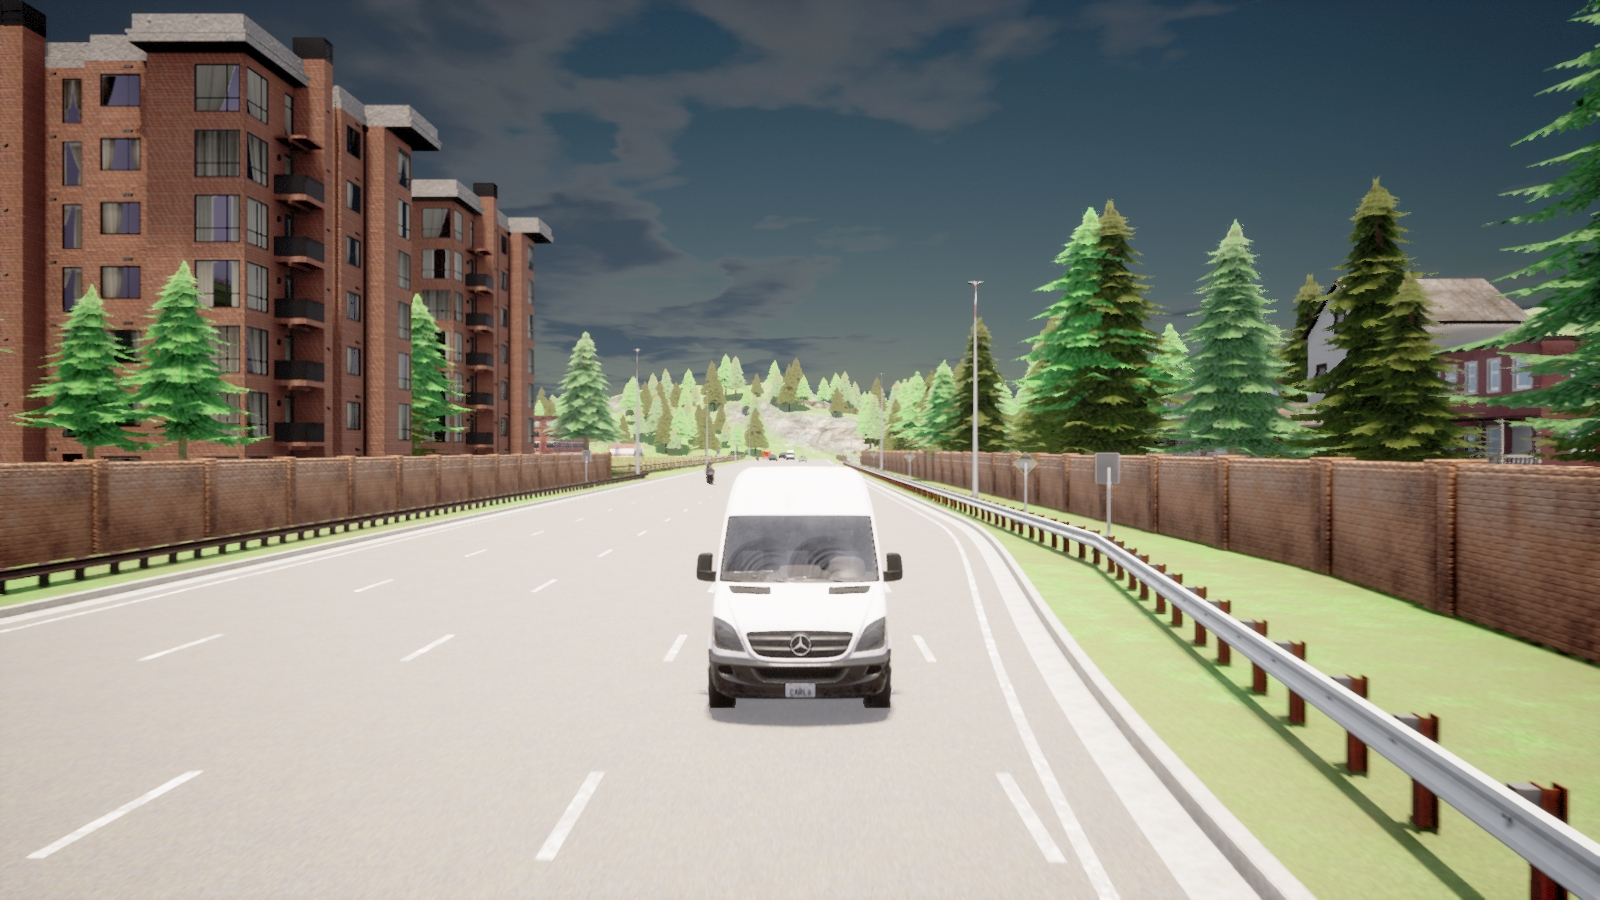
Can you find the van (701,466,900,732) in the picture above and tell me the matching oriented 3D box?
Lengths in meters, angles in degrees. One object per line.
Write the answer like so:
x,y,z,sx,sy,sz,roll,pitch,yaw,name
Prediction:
0.002,1.525,14.356,1.988,2.561,5.915,0,0,0,van
